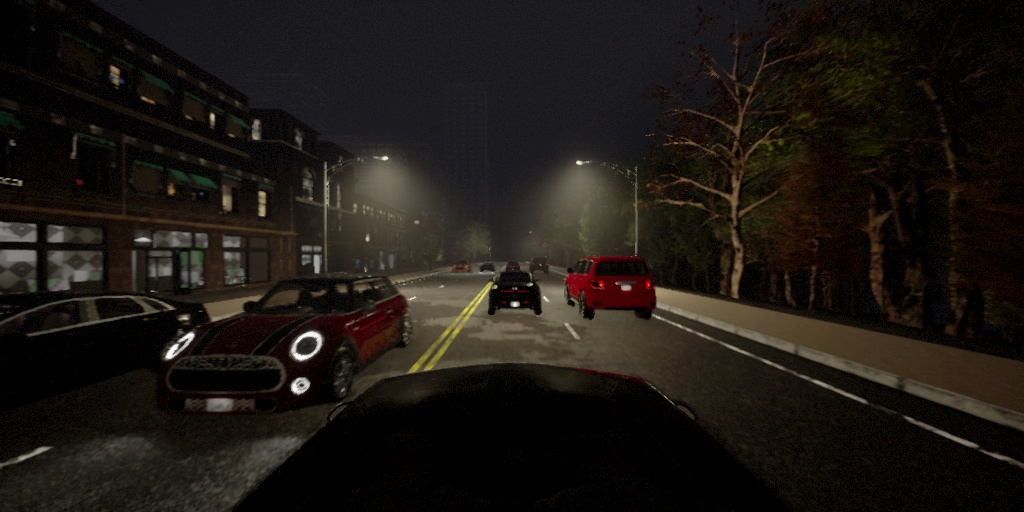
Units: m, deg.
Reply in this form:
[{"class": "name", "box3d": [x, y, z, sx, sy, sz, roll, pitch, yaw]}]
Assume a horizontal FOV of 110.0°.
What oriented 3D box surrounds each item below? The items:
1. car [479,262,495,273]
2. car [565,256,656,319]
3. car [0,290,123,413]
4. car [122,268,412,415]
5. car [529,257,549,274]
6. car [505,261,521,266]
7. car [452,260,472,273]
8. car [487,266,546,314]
[{"class": "car", "box3d": [-3.302, 1.540, 49.046, 1.994, 1.385, 4.181, 0, 0, 0]}, {"class": "car", "box3d": [3.353, 1.029, 13.210, 2.150, 2.045, 5.566, 0, 0, 0]}, {"class": "car", "box3d": [-6.600, 1.256, 4.749, 2.128, 1.511, 4.902, 0, 0, 0]}, {"class": "car", "box3d": [-3.348, 1.125, 6.352, 2.097, 1.767, 4.553, 0, 0, 0]}, {"class": "car", "box3d": [3.364, 1.180, 45.371, 2.150, 2.045, 5.566, 0, 0, 0]}, {"class": "car", "box3d": [0.113, 1.476, 48.084, 1.837, 1.490, 4.892, 0, 0, 0]}, {"class": "car", "box3d": [-6.555, 1.319, 47.334, 2.097, 1.767, 4.553, 0, 0, 0]}, {"class": "car", "box3d": [0.104, 1.317, 14.140, 1.837, 1.490, 4.892, 0, 0, 0]}]
